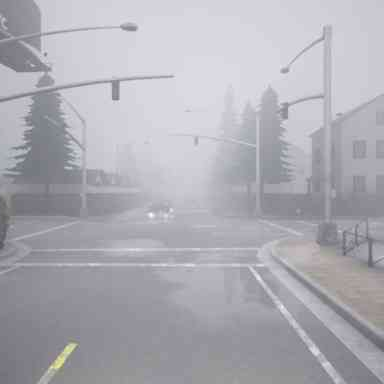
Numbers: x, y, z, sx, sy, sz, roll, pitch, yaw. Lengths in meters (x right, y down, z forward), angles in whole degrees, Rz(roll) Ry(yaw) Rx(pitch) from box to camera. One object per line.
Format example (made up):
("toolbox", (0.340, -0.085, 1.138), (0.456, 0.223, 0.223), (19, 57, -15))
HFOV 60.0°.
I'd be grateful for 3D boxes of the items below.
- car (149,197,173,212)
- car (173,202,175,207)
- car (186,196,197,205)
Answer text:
("car", (-3.644, 1.333, 38.109), (2.097, 1.767, 4.553), (0, 0, 0))
("car", (-3.650, 1.502, 48.180), (1.812, 1.442, 4.674), (0, 0, 0))
("car", (-0.086, 1.462, 59.322), (2.128, 1.511, 4.902), (0, 0, 0))
